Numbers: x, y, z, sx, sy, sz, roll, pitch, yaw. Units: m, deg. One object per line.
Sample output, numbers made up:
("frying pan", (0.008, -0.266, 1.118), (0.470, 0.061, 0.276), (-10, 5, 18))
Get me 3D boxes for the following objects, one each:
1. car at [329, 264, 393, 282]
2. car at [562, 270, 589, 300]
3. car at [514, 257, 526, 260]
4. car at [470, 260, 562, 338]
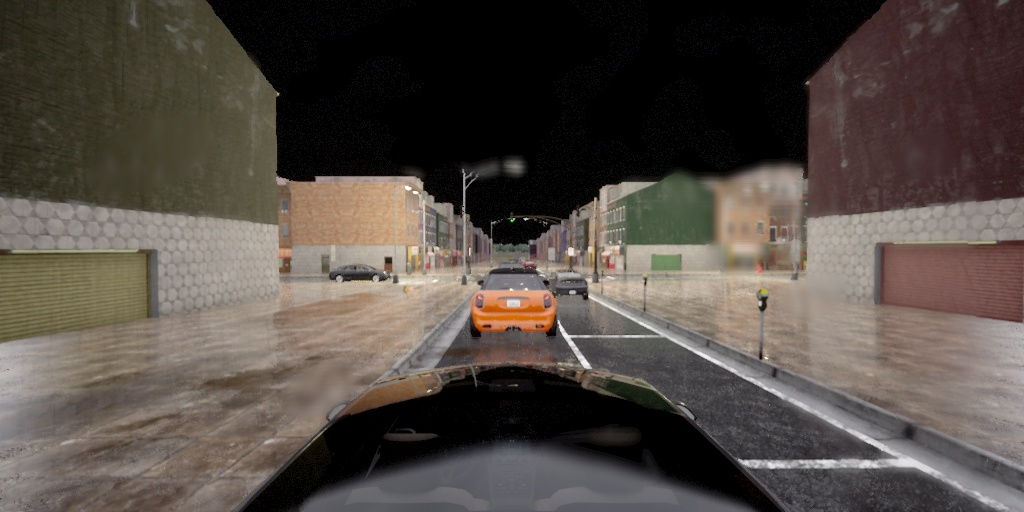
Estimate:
("car", (-12.314, 1.418, 29.358), (4.892, 1.490, 1.837), (0, 1, -2))
("car", (2.594, 1.327, 17.471), (2.007, 1.370, 4.403), (0, 0, 0))
("car", (-0.024, 1.138, 22.720), (2.097, 1.767, 4.553), (0, 0, 0))
("car", (0.044, 1.115, 10.379), (2.097, 1.767, 4.553), (0, 0, 0))
